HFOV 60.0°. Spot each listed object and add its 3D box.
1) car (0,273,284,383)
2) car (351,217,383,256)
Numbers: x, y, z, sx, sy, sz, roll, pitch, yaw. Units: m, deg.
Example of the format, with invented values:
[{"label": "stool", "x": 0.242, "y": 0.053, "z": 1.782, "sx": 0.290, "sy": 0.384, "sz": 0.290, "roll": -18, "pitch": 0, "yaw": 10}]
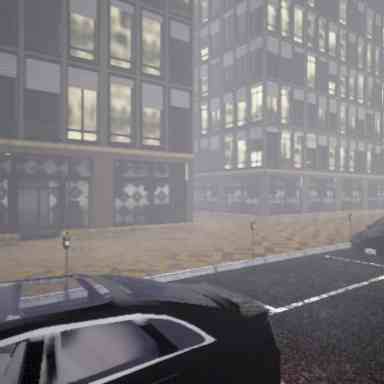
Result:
[{"label": "car", "x": -1.450, "y": 1.492, "z": 2.334, "sx": 4.902, "sy": 1.511, "sz": 2.128, "roll": 0, "pitch": 0, "yaw": -35}, {"label": "car", "x": 7.480, "y": 1.522, "z": 11.897, "sx": 4.313, "sy": 1.339, "sz": 1.947, "roll": 0, "pitch": 0, "yaw": -36}]
